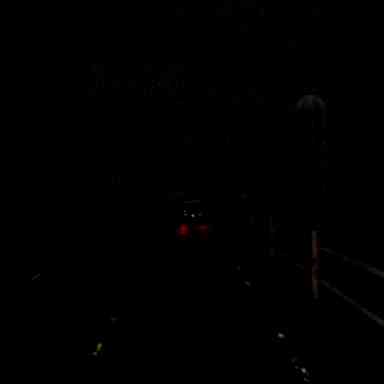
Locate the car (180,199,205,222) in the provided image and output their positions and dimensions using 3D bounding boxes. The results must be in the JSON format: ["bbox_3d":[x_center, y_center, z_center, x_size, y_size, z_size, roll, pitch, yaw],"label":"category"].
[{"bbox_3d":[0.059,1.518,26.152,1.812,1.442,4.674,0,0,0],"label":"car"}]

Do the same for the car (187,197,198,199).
[{"bbox_3d":[0.022,1.348,41.613,2.097,1.767,4.553,0,0,0],"label":"car"}]
